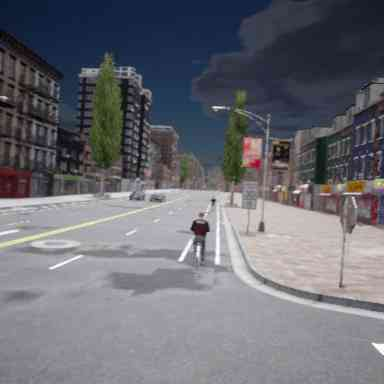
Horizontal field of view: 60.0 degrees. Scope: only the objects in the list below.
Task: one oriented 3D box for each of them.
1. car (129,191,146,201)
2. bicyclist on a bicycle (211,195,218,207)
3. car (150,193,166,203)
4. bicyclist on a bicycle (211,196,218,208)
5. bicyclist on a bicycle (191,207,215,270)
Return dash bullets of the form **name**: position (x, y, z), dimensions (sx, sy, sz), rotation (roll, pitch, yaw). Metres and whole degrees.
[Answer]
- **car**: position (-8.453, 0.584, 52.136), dimensions (1.837, 1.490, 4.892), rotation (4, 1, 5)
- **bicyclist on a bicycle**: position (3.292, 1.295, 48.482), dimensions (0.866, 1.612, 1.509), rotation (4, 1, 4)
- **car**: position (-5.222, 0.829, 51.880), dimensions (2.033, 1.411, 5.357), rotation (4, 1, 5)
- **bicyclist on a bicycle**: position (2.460, 1.334, 38.223), dimensions (0.659, 1.776, 1.843), rotation (4, 1, 5)
- **bicyclist on a bicycle**: position (0.259, 1.479, 10.481), dimensions (0.659, 1.776, 1.843), rotation (4, 0, 4)
